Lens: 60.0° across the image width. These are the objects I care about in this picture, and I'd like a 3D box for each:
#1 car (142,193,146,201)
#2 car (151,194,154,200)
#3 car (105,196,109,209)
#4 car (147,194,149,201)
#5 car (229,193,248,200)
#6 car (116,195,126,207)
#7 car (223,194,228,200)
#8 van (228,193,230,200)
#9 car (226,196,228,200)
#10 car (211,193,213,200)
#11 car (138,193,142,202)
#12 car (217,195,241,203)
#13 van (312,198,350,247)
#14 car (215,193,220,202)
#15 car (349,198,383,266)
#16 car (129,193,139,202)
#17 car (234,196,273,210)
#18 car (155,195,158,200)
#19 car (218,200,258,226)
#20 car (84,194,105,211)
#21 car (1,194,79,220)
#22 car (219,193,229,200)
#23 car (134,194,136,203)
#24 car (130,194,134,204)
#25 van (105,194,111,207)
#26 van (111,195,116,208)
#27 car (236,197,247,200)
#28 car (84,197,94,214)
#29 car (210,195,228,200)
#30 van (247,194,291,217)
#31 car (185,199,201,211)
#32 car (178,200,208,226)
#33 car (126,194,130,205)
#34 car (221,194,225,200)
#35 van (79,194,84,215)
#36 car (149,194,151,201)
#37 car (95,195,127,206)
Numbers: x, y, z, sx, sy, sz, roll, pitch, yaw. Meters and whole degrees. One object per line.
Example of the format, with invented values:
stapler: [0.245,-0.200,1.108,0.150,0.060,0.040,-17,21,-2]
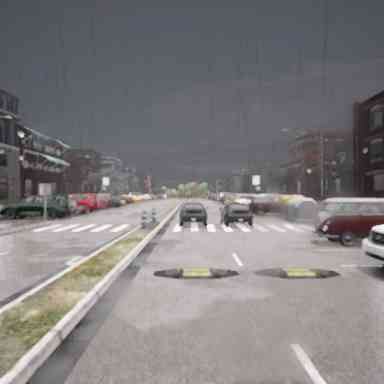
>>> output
car: [-13.016,1.388,69.835,5.366,1.575,1.946,0,0,0]
car: [-12.783,1.168,80.817,5.566,2.045,2.435,0,0,0]
car: [-12.888,1.516,39.261,4.892,1.521,2.231,0,0,0]
car: [-12.819,1.430,75.263,4.674,1.452,2.002,0,0,0]
car: [7.607,1.263,39.176,5.566,2.045,2.435,0,0,0]
car: [-12.841,1.243,47.596,5.566,2.045,2.435,0,0,0]
car: [7.819,1.484,50.208,5.366,1.575,1.946,0,0,0]
van: [7.518,1.278,44.692,4.442,1.987,1.878,0,0,0]
car: [7.631,1.537,47.452,4.674,1.452,2.002,0,0,0]
car: [7.602,1.151,75.021,5.566,2.045,2.435,0,0,0]
car: [-12.846,1.414,64.278,5.008,1.535,2.097,0,0,0]
car: [7.660,1.432,69.512,4.792,1.488,2.163,0,0,0]
van: [7.522,1.254,14.355,4.442,1.987,1.878,0,0,0]
car: [7.604,1.186,61.240,5.566,2.045,2.435,0,0,0]
car: [7.611,1.217,8.843,5.566,2.045,2.435,0,0,0]
car: [-12.852,1.431,61.375,4.892,1.521,2.231,0,0,0]
car: [7.666,1.385,41.935,4.553,1.767,2.185,0,0,0]
car: [-12.798,1.556,92.048,4.892,1.521,2.231,0,-1,0]
car: [3.094,1.532,23.445,1.837,1.490,4.892,0,0,0]
car: [-12.934,1.266,36.360,5.566,2.045,2.435,0,0,0]
car: [-12.972,1.264,28.024,5.566,2.045,2.435,0,0,0]
car: [7.601,1.325,58.483,4.553,1.767,2.185,0,0,0]
car: [-12.880,1.474,58.595,4.792,1.488,2.163,0,0,0]
car: [-12.851,1.459,55.815,5.008,1.535,2.097,0,0,0]
van: [-13.004,1.284,42.043,4.442,1.987,1.878,0,0,0]
van: [-12.994,1.277,44.697,4.442,1.987,1.878,0,0,0]
car: [7.606,1.547,36.418,4.792,1.488,2.163,0,0,0]
car: [-12.890,1.549,33.707,4.792,1.488,2.163,0,0,0]
car: [7.657,1.619,94.308,4.792,1.488,2.163,0,-1,0]
van: [7.753,1.292,30.900,4.442,1.987,1.878,0,0,0]
car: [0.094,1.631,41.969,1.895,1.301,4.718,0,0,0]
car: [0.093,1.533,23.801,1.837,1.490,4.892,0,0,0]
car: [-12.681,1.482,50.380,5.366,1.575,1.946,0,0,0]
car: [7.819,1.473,52.968,5.366,1.575,1.946,0,0,0]
van: [-12.814,1.292,30.800,4.442,1.987,1.878,0,0,0]
car: [-13.002,1.399,78.037,5.366,1.575,1.946,0,0,0]
car: [-12.892,1.347,53.036,4.553,1.767,2.185,0,0,0]
